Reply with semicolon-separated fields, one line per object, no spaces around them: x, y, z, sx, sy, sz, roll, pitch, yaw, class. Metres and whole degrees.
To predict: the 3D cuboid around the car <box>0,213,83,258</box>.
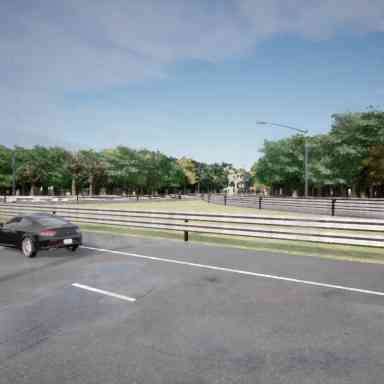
-6.098;1.525;12.759;4.674;1.442;1.812;0;0;36;car
